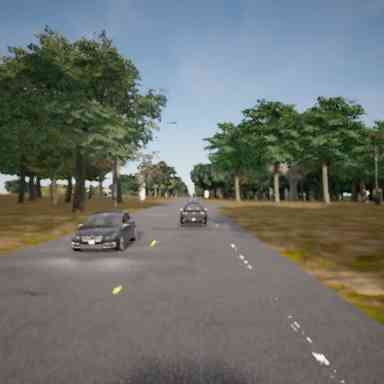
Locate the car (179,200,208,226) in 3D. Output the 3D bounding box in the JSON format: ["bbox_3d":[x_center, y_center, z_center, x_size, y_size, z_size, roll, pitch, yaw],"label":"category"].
[{"bbox_3d":[0.113,1.601,24.139,2.128,1.511,4.902,0,0,0],"label":"car"}]

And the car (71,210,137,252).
[{"bbox_3d":[-3.574,1.566,14.276,1.837,1.490,4.892,0,0,0],"label":"car"}]
